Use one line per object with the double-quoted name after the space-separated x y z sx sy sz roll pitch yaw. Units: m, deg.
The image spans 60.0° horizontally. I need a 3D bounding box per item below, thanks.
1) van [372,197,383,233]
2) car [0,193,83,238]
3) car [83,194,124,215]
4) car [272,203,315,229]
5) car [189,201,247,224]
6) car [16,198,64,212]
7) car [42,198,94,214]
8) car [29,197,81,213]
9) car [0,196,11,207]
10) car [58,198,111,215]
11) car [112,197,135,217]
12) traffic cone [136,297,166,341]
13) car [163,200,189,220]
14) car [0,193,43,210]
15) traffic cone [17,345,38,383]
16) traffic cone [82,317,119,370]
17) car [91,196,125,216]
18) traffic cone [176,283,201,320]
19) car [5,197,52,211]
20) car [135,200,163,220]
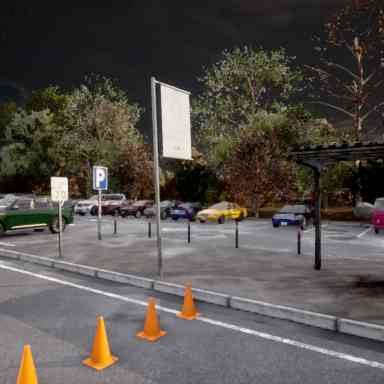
11.591 1.264 19.047 1.878 1.987 4.442 0 0 35 "van"
-8.926 1.221 17.300 2.435 2.045 5.566 0 0 35 "car"
-8.933 1.212 33.289 2.435 2.045 5.566 0 0 35 "car"
6.965 1.513 22.119 2.163 1.488 4.792 0 0 35 "car"
2.332 1.475 25.183 1.946 1.575 5.366 0 0 35 "car"
-18.017 1.469 39.671 2.163 1.488 4.792 0 0 35 "car"
-13.463 1.455 36.500 2.097 1.535 5.008 0 0 35 "car"
-15.626 1.444 38.252 1.946 1.575 5.366 0 0 35 "car"
-29.255 1.332 47.830 1.946 1.575 5.366 1 0 35 "car"
-11.190 1.461 34.903 2.231 1.521 4.892 0 0 35 "car"
-4.371 1.469 30.126 2.097 1.535 5.008 0 0 35 "car"
-0.637 1.957 5.233 0.340 0.580 0.340 0 0 35 "traffic cone"
0.185 1.504 26.954 2.163 1.488 4.792 0 0 35 "car"
-22.563 1.153 42.866 2.435 2.045 5.566 0 0 35 "car"
-1.787 1.957 3.600 0.340 0.580 0.340 0 0 35 "traffic cone"
-1.212 1.957 4.417 0.340 0.580 0.340 0 0 35 "traffic cone"
-6.642 1.466 31.721 2.097 1.535 5.008 0 0 35 "car"
-0.062 1.957 6.049 0.340 0.580 0.340 0 0 36 "traffic cone"
-20.261 1.452 41.318 2.163 1.488 4.792 0 0 35 "car"
-2.099 1.473 28.531 2.231 1.521 4.892 0 0 35 "car"
